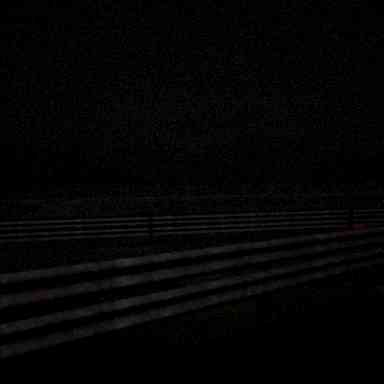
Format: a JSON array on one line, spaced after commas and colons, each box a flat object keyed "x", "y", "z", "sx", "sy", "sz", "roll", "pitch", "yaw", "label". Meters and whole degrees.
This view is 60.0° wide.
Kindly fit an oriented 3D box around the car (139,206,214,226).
[{"x": -0.969, "y": 1.623, "z": 20.678, "sx": 4.674, "sy": 1.442, "sz": 1.812, "roll": -1, "pitch": 1, "yaw": -11, "label": "car"}]

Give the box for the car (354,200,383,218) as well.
[{"x": 13.942, "y": 1.287, "z": 23.684, "sx": 4.902, "sy": 1.511, "sz": 2.128, "roll": -1, "pitch": 1, "yaw": -11, "label": "car"}]
